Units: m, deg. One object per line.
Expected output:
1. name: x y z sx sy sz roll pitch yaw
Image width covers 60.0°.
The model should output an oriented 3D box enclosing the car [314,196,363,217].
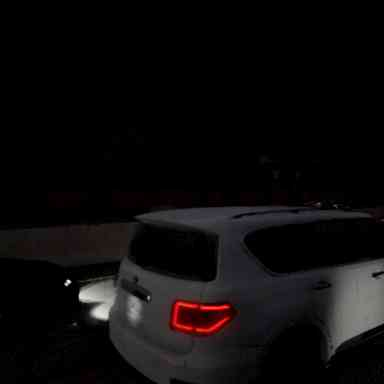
1. car: 13.655 1.295 30.933 4.553 1.767 2.097 0 0 -35

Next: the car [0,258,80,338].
1. car: -3.983 1.565 5.204 4.181 1.385 1.994 0 0 -36

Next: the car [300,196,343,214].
1. car: 13.834 1.289 35.361 4.553 1.767 2.097 0 0 -36

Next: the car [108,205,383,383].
1. car: 1.602 1.214 4.890 5.566 2.045 2.150 0 0 -36
